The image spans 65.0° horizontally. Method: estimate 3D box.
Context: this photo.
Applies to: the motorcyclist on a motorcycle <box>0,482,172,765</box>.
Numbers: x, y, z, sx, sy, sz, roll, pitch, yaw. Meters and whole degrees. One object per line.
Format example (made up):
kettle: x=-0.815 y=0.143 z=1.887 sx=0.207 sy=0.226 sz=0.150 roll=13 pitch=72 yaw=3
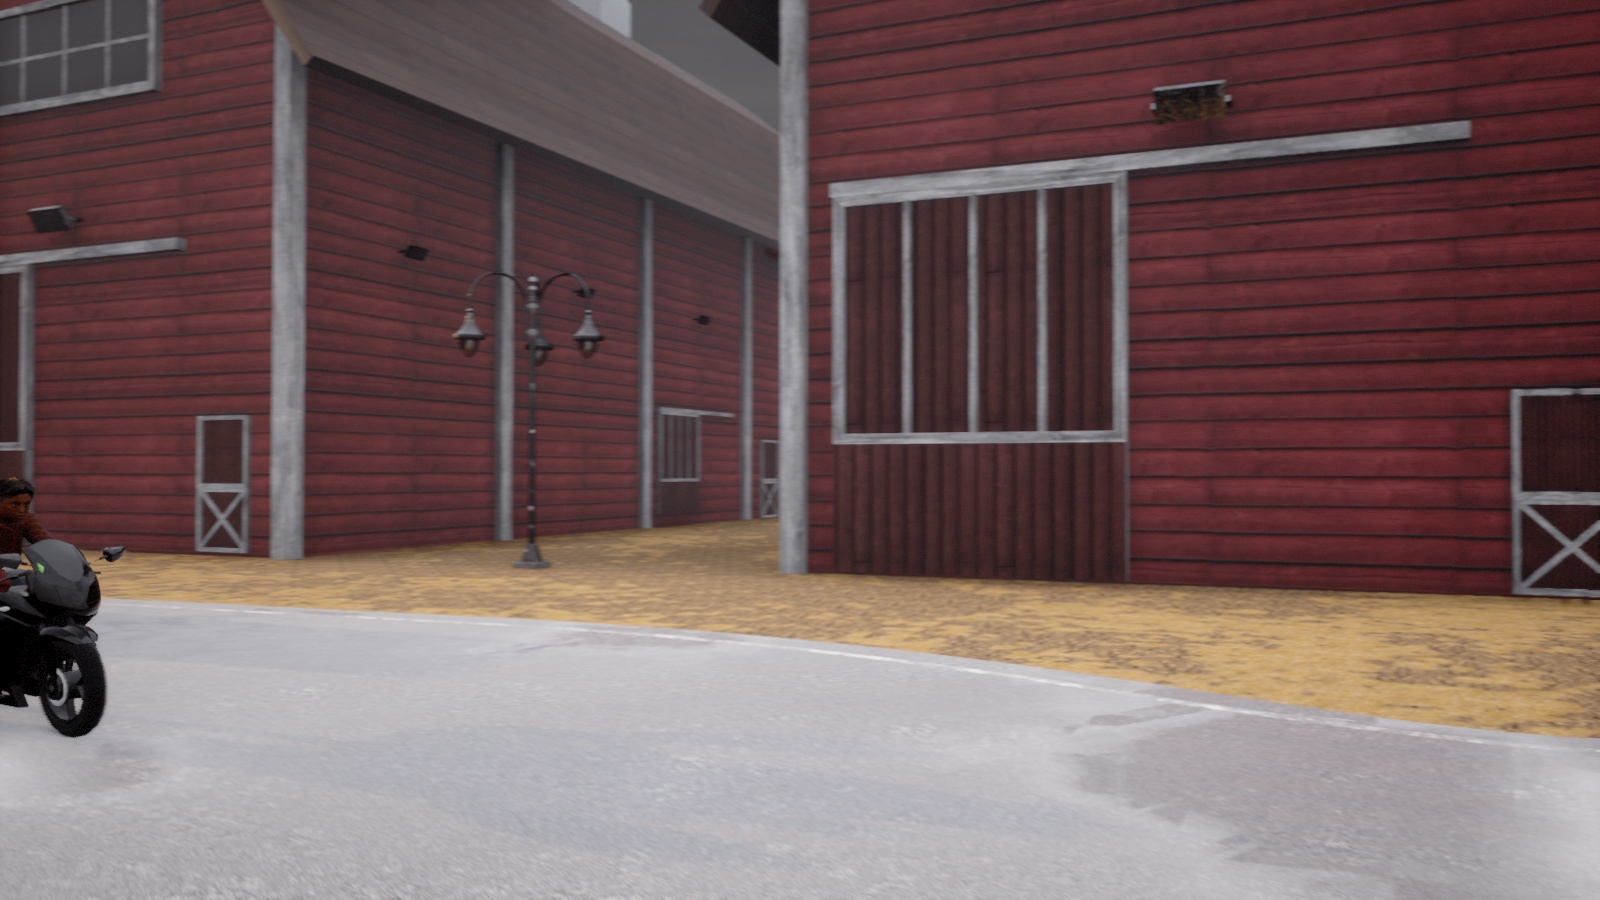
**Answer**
motorcyclist on a motorcycle: x=-4.861 y=0.964 z=7.641 sx=2.044 sy=1.523 sz=0.797 roll=-1 pitch=-1 yaw=27
